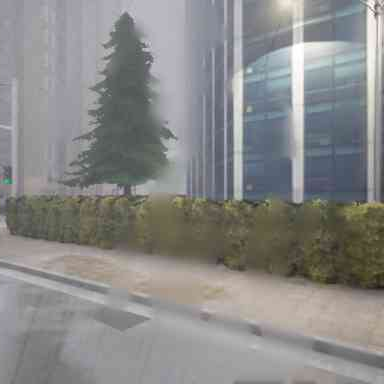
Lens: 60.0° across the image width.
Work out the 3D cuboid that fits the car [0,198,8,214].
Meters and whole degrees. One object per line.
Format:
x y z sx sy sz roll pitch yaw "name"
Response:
-18.824 1.352 32.054 2.097 1.767 4.553 0 0 36 "car"
